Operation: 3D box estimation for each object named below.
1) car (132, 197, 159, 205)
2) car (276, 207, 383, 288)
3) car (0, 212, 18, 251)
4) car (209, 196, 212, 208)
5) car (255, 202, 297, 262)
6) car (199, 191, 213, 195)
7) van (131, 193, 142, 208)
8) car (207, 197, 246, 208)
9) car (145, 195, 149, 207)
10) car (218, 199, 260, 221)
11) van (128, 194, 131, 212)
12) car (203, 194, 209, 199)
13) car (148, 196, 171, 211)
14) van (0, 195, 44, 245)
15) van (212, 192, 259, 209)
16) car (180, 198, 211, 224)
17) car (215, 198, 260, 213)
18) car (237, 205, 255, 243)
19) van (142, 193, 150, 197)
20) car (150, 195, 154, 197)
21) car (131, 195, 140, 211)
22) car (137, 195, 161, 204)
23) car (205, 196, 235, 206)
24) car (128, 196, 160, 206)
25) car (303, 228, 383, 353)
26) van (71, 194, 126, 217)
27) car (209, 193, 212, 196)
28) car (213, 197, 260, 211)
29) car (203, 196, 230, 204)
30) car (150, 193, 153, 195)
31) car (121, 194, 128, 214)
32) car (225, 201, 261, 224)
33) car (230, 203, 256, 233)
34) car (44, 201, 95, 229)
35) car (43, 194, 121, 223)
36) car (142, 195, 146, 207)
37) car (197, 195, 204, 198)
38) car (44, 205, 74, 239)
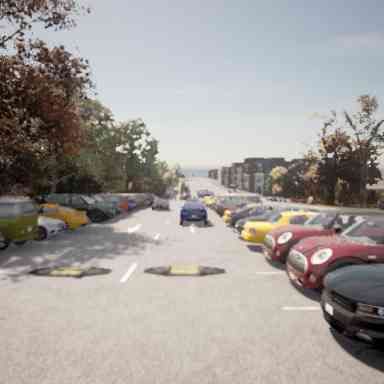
[{"bbox_3d":[-8.487,1.587,60.506,4.674,1.452,2.002,0,0,0],"label":"car"},{"bbox_3d":[4.578,1.343,7.746,4.553,1.767,2.185,0,0,0],"label":"car"},{"bbox_3d":[-8.529,1.506,10.655,4.674,1.452,2.002,0,0,0],"label":"car"},{"bbox_3d":[4.540,1.455,35.509,4.792,1.488,2.163,0,0,0],"label":"car"},{"bbox_3d":[4.580,1.339,10.522,4.553,1.767,2.185,0,0,0],"label":"car"},{"bbox_3d":[4.562,1.293,60.485,5.566,2.045,2.435,0,0,0],"label":"car"},{"bbox_3d":[-8.400,1.200,38.371,4.442,1.987,1.878,0,0,0],"label":"van"},{"bbox_3d":[4.764,1.444,46.482,5.366,1.575,1.946,0,0,0],"label":"car"},{"bbox_3d":[-8.532,1.465,43.763,4.792,1.488,2.163,0,0,0],"label":"car"},{"bbox_3d":[4.589,1.473,24.404,4.792,1.488,2.163,0,0,0],"label":"car"},{"bbox_3d":[-8.629,1.206,32.816,4.442,1.987,1.878,0,0,0],"label":"van"},{"bbox_3d":[4.391,1.431,43.829,5.366,1.575,1.946,0,0,0],"label":"car"},{"bbox_3d":[-3.558,1.509,38.703,1.994,1.385,4.181,0,0,0],"label":"car"},{"bbox_3d":[-8.646,1.237,13.299,4.442,1.987,1.878,0,0,0],"label":"van"},{"bbox_3d":[4.450,1.204,32.732,4.442,1.987,1.878,0,0,0],"label":"van"},{"bbox_3d":[0.118,1.442,24.150,1.882,1.535,5.008,0,0,0],"label":"car"},{"bbox_3d":[4.592,1.468,27.180,4.792,1.488,2.163,0,0,0],"label":"car"},{"bbox_3d":[4.736,1.457,13.299,5.366,1.575,1.946,0,0,0],"label":"car"},{"bbox_3d":[-8.618,1.223,46.535,4.442,1.987,1.878,0,0,0],"label":"van"},{"bbox_3d":[-8.470,1.497,49.428,4.792,1.488,2.163,0,0,0],"label":"car"},{"bbox_3d":[-8.515,1.428,35.586,5.008,1.535,2.097,0,0,0],"label":"car"},{"bbox_3d":[-8.516,1.460,65.923,4.553,1.767,2.185,0,0,0],"label":"car"},{"bbox_3d":[4.579,1.506,54.930,4.892,1.521,2.231,0,0,0],"label":"car"},{"bbox_3d":[-8.306,1.524,57.736,5.366,1.575,1.946,0,0,0],"label":"car"},{"bbox_3d":[4.550,1.473,4.970,5.008,1.535,2.097,0,0,0],"label":"car"},{"bbox_3d":[-8.398,1.210,30.045,4.442,1.987,1.878,0,0,0],"label":"van"},{"bbox_3d":[4.541,1.299,38.282,4.553,1.767,2.185,0,0,0],"label":"car"},{"bbox_3d":[4.594,1.464,29.956,4.792,1.488,2.163,0,0,0],"label":"car"},{"bbox_3d":[4.587,1.564,63.259,5.008,1.535,2.097,0,0,0],"label":"car"},{"bbox_3d":[-8.525,1.236,52.199,5.566,2.045,2.435,0,0,0],"label":"car"},{"bbox_3d":[-8.489,1.189,27.276,5.566,2.045,2.435,0,0,0],"label":"car"},{"bbox_3d":[4.549,1.453,18.851,4.892,1.521,2.231,0,0,0],"label":"car"},{"bbox_3d":[4.560,1.457,16.075,4.892,1.521,2.231,0,0,0],"label":"car"},{"bbox_3d":[-8.519,1.453,18.964,5.008,1.535,2.097,0,0,0],"label":"car"},{"bbox_3d":[-8.491,1.194,24.505,5.566,2.045,2.435,0,0,0],"label":"car"},{"bbox_3d":[-8.535,1.457,41.123,4.792,1.488,2.163,0,0,0],"label":"car"},{"bbox_3d":[0.135,1.424,41.097,1.882,1.535,5.008,0,0,0],"label":"car"},{"bbox_3d":[-8.529,1.498,16.070,4.674,1.452,2.002,0,0,0],"label":"car"}]
